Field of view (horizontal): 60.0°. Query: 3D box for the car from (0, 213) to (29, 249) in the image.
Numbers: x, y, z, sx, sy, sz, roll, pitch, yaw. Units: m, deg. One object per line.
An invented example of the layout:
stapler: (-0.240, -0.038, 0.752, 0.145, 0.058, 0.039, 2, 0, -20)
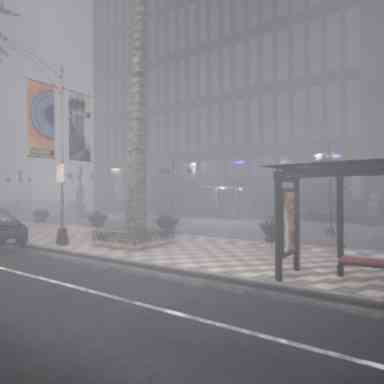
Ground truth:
car: (-8.728, 1.583, 13.875, 4.892, 1.521, 2.231, 0, 0, 35)
